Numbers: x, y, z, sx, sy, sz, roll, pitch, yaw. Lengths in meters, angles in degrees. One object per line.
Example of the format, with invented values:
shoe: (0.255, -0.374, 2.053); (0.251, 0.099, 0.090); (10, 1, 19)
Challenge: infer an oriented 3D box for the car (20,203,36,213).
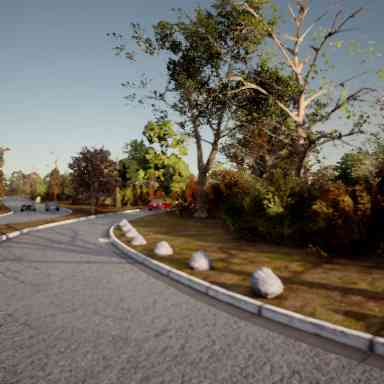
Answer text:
car: (-24.051, 2.276, 48.971); (1.994, 1.385, 4.181); (0, 0, -25)

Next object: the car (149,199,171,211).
car: (-4.595, 1.819, 48.693); (2.097, 1.767, 4.553); (0, 0, 18)

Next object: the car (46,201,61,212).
car: (-20.895, 2.185, 49.861); (2.128, 1.511, 4.902); (0, 0, -24)
